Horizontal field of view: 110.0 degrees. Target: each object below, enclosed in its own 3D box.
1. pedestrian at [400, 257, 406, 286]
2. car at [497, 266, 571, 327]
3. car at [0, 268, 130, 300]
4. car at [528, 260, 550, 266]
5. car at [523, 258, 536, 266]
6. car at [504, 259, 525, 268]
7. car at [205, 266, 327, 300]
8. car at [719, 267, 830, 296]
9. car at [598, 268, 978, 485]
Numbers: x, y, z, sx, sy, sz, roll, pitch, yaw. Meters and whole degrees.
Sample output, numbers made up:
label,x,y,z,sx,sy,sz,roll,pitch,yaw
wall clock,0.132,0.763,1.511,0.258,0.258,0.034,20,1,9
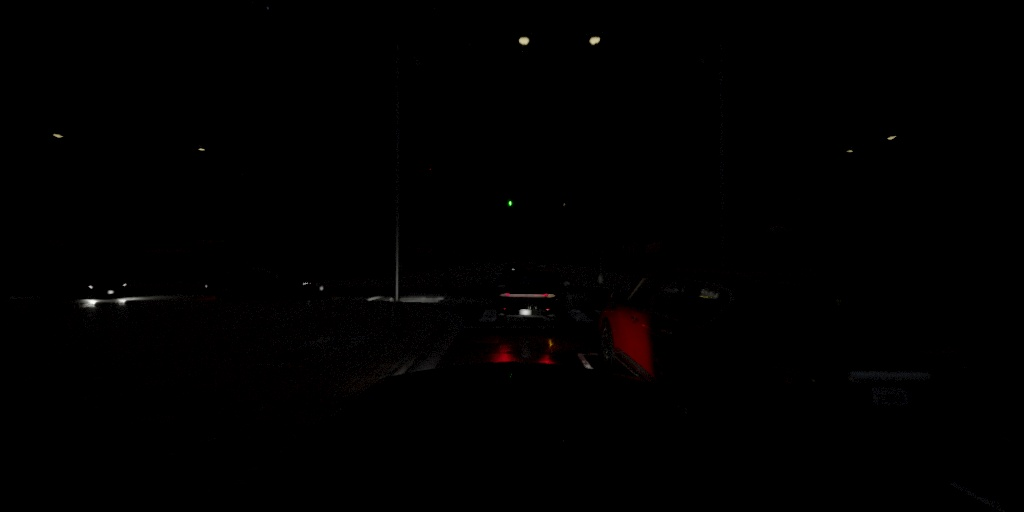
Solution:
label,x,y,z,sx,sy,sz,roll,pitch,yaw
pedestrian,-6.918,0.953,22.347,0.375,1.860,0.375,0,-1,0
car,0.816,1.252,11.699,2.128,1.511,4.902,0,0,11
car,-21.014,1.268,16.436,5.357,1.411,2.033,0,-1,0
car,2.639,1.340,31.324,1.888,1.381,4.507,0,0,0
car,2.639,1.383,47.635,1.888,1.381,4.507,0,0,0
car,0.100,1.378,39.205,1.994,1.385,4.181,0,0,0
car,-11.188,1.224,16.471,4.902,1.511,2.128,0,-1,0
car,14.140,1.338,19.504,4.674,1.442,1.812,0,-1,2
car,2.638,1.067,4.895,2.192,1.841,5.009,0,0,0
